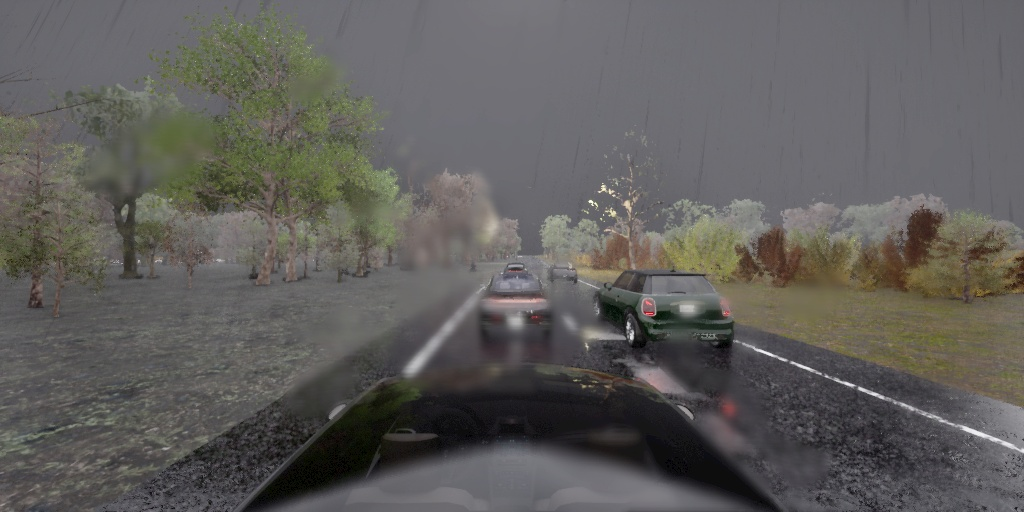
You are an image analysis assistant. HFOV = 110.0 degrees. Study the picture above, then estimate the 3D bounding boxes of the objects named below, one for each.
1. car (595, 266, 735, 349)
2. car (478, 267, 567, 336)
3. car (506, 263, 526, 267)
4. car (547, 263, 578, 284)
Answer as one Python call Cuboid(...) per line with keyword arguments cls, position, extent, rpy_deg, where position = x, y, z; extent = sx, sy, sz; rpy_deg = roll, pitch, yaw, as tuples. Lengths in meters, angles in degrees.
Cuboid(cls="car", position=(3.598, 1.103, 9.359), extent=(2.097, 1.767, 4.553), rpy_deg=(0, 0, 1))
Cuboid(cls="car", position=(0.101, 1.243, 10.395), extent=(2.128, 1.511, 4.902), rpy_deg=(0, 0, 0))
Cuboid(cls="car", position=(0.304, 1.259, 27.608), extent=(1.837, 1.490, 4.892), rpy_deg=(0, 0, 1))
Cuboid(cls="car", position=(3.800, 1.245, 27.336), extent=(2.128, 1.511, 4.902), rpy_deg=(0, 0, 1))
